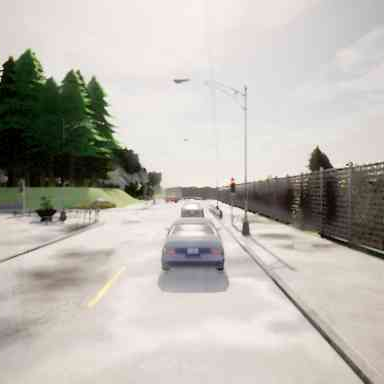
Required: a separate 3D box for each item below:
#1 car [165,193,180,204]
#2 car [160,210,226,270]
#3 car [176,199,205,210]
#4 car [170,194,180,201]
[{"bbox_3d":[-4.008,1.160,64.248,2.150,2.045,5.566,0,0,1],"label":"car"},{"bbox_3d":[0.042,1.537,10.934,2.033,1.411,5.357,0,0,0],"label":"car"},{"bbox_3d":[0.046,1.523,26.153,2.033,1.411,5.357,0,0,1],"label":"car"},{"bbox_3d":[-3.987,1.280,79.898,2.097,1.767,4.553,0,0,0],"label":"car"}]
